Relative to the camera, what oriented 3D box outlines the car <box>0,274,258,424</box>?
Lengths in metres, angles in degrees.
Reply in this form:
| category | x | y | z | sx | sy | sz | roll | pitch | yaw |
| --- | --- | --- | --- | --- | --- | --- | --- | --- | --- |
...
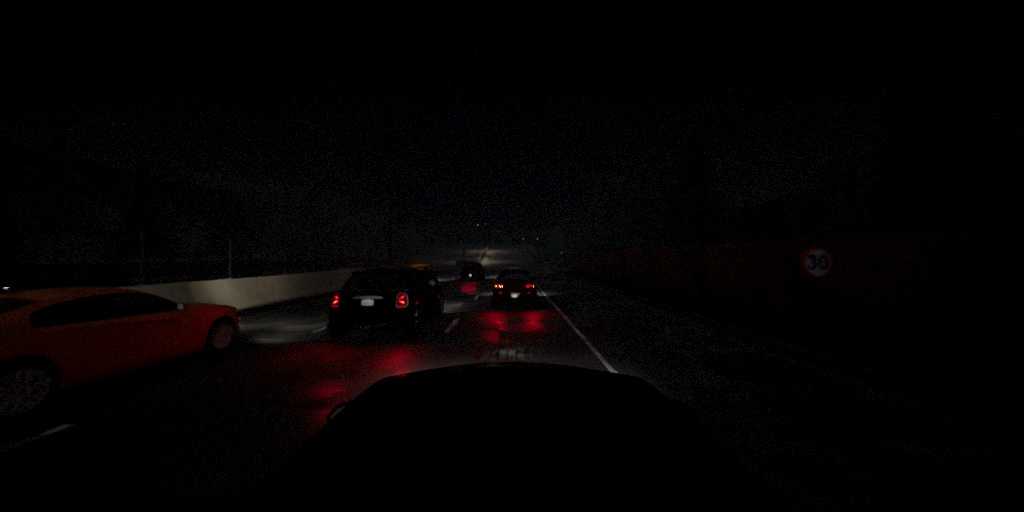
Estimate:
| category | x | y | z | sx | sy | sz | roll | pitch | yaw |
| --- | --- | --- | --- | --- | --- | --- | --- | --- | --- |
| car | -6.896 | 1.235 | 5.801 | 1.882 | 1.535 | 5.008 | 0 | 0 | 0 |

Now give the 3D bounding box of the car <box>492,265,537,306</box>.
| category | x | y | z | sx | sy | sz | roll | pitch | yaw |
| --- | --- | --- | --- | --- | --- | --- | --- | --- | --- |
| car | 0.112 | 1.310 | 15.851 | 1.812 | 1.442 | 4.674 | 0 | 0 | 0 |

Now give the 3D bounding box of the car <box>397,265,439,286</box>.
| category | x | y | z | sx | sy | sz | roll | pitch | yaw |
| --- | --- | --- | --- | --- | --- | --- | --- | --- | --- |
| car | -6.881 | 1.409 | 26.858 | 1.895 | 1.301 | 4.718 | 0 | 0 | 0 |

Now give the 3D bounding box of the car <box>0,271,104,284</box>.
| category | x | y | z | sx | sy | sz | roll | pitch | yaw |
| --- | --- | --- | --- | --- | --- | --- | --- | --- | --- |
| car | -21.084 | 1.380 | 16.592 | 1.895 | 1.301 | 4.718 | 0 | 0 | 0 |

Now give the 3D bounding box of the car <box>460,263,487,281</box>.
| category | x | y | z | sx | sy | sz | roll | pitch | yaw |
| --- | --- | --- | --- | --- | --- | --- | --- | --- | --- |
| car | -3.378 | 1.325 | 31.520 | 1.837 | 1.490 | 4.892 | 0 | 0 | 0 |

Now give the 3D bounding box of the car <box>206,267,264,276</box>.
| category | x | y | z | sx | sy | sz | roll | pitch | yaw |
| --- | --- | --- | --- | --- | --- | --- | --- | --- | --- |
| car | -17.565 | 1.358 | 22.366 | 1.994 | 1.385 | 4.181 | 0 | 0 | 0 |

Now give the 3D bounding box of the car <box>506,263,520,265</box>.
| category | x | y | z | sx | sy | sz | roll | pitch | yaw |
| --- | --- | --- | --- | --- | --- | --- | --- | --- | --- |
| car | 0.124 | 1.353 | 34.113 | 1.812 | 1.442 | 4.674 | 0 | 0 | 0 |

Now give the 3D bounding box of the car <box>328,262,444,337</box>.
| category | x | y | z | sx | sy | sz | roll | pitch | yaw |
| --- | --- | --- | --- | --- | --- | --- | --- | --- | --- |
| car | -3.392 | 1.122 | 10.552 | 2.097 | 1.767 | 4.553 | 0 | 0 | 0 |
